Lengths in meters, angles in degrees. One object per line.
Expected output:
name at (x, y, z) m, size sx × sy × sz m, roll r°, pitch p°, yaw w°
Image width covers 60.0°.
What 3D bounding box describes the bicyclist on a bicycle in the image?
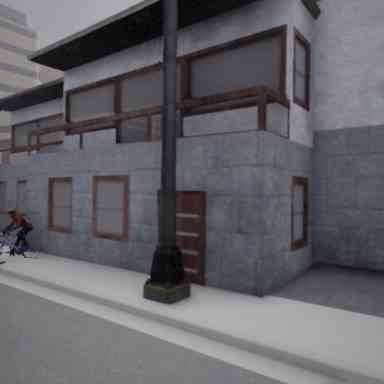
bicyclist on a bicycle at (-5.463, 1.374, 10.380) m, size 0.582 × 1.620 × 1.656 m, roll 0°, pitch -1°, yaw 37°
